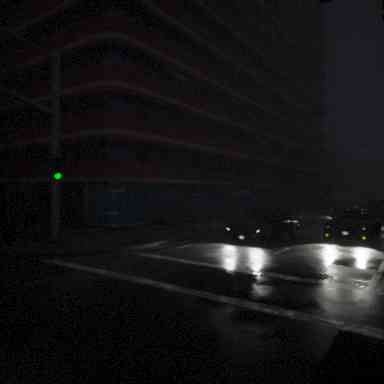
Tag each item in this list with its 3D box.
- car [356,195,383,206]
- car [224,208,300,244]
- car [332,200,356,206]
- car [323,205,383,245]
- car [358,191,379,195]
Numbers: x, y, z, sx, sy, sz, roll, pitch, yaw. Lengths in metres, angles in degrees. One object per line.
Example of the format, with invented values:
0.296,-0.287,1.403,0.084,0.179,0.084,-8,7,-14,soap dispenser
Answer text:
13.609,1.334,24.137,2.097,1.767,4.553,1,0,35,car
3.577,1.500,16.002,2.033,1.411,5.357,1,0,35,car
14.594,1.498,31.604,2.033,1.411,5.357,1,0,35,car
7.553,1.542,15.566,1.994,1.385,4.181,1,0,35,car
23.562,0.791,44.136,2.150,2.045,5.566,1,0,35,car
